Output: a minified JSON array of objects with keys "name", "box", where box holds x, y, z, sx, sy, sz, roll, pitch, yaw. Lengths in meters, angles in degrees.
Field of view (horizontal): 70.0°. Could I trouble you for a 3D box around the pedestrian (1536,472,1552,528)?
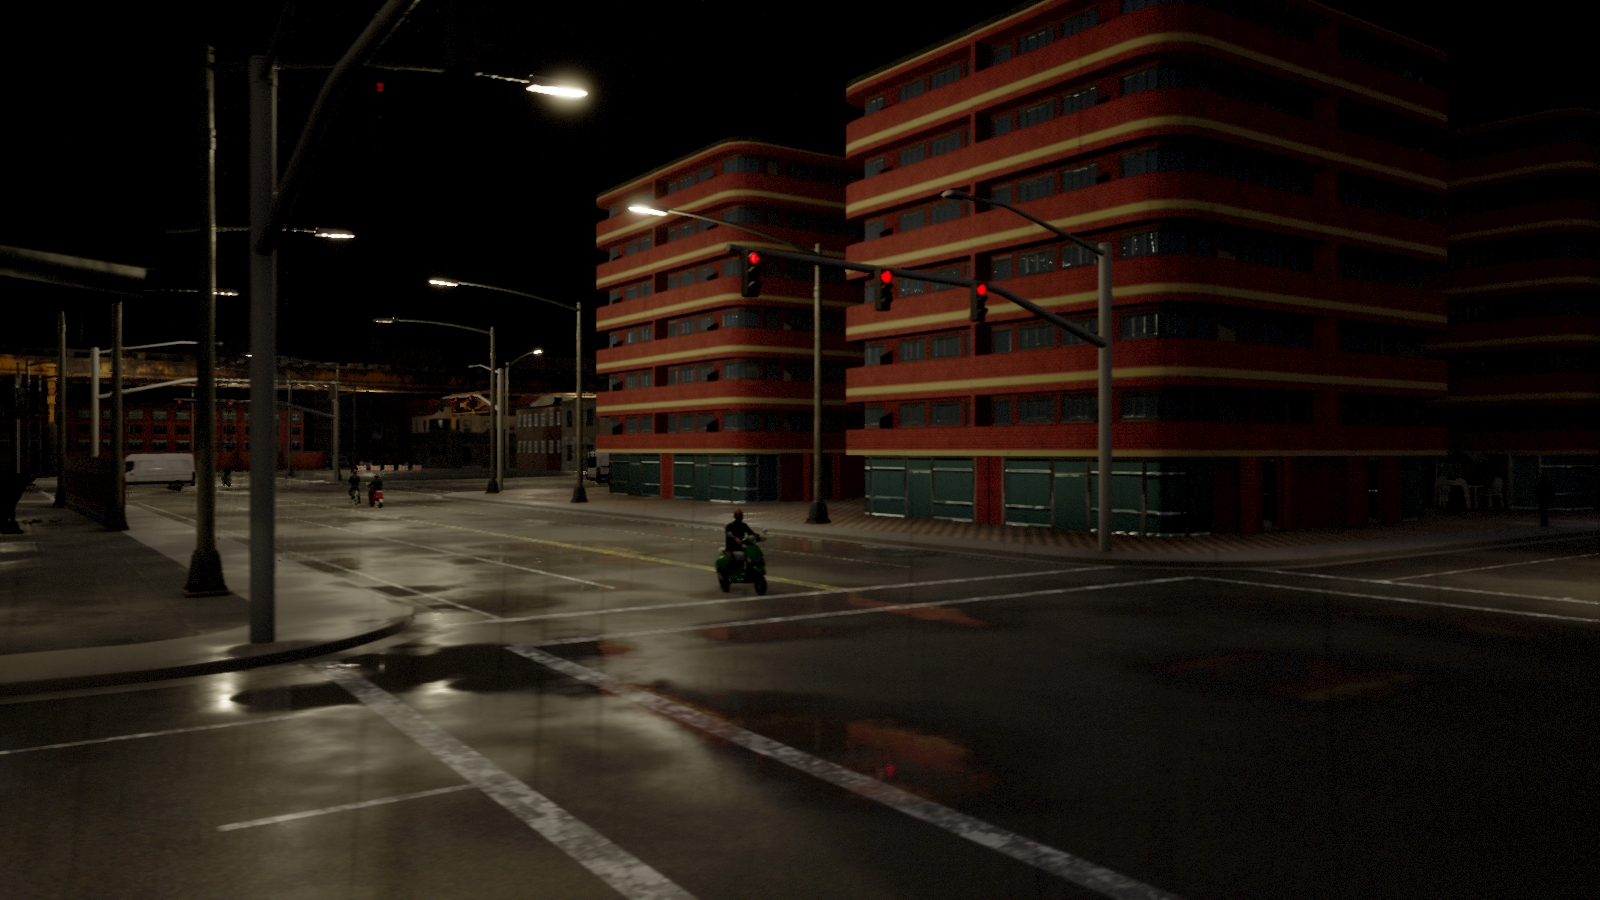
[{"name":"pedestrian","box":[25.399,1.699,39.008,0.375,1.860,0.375,0,0,-39]}]
